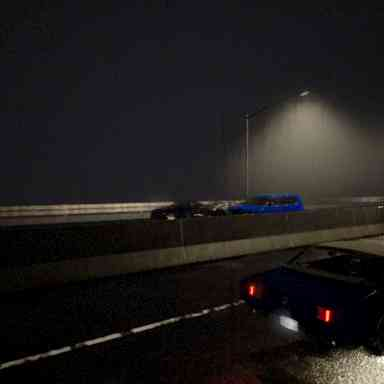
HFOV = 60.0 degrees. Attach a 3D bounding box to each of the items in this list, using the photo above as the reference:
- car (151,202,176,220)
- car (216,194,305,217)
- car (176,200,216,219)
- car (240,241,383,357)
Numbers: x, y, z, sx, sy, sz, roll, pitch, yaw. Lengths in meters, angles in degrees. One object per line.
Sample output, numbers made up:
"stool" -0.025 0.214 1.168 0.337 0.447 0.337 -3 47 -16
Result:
"car" -0.680 1.411 24.917 5.008 1.535 1.882 0 0 -35
"car" 4.450 1.149 19.963 5.566 2.045 2.150 0 0 -35
"car" 1.720 1.423 22.324 4.902 1.511 2.128 0 0 -35
"car" 3.193 1.572 6.001 4.718 1.301 1.895 0 0 -35
